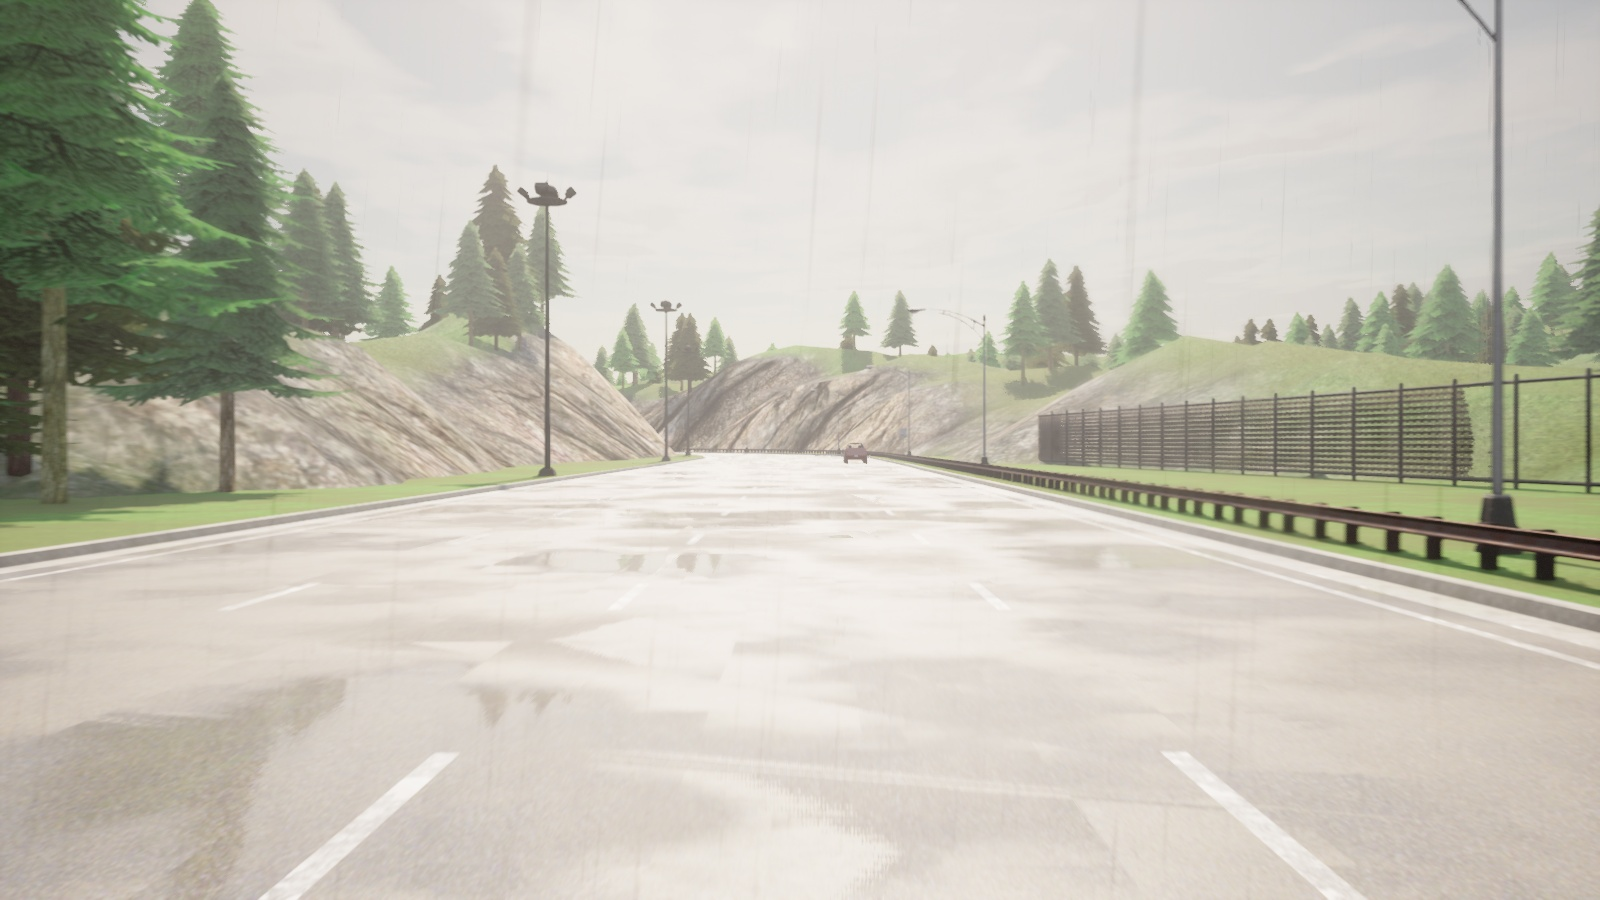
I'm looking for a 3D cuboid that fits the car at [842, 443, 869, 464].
[{"bbox_3d":[4.071,0.249,92.904,1.845,1.501,3.633,0,0,0],"label":"car"}]
